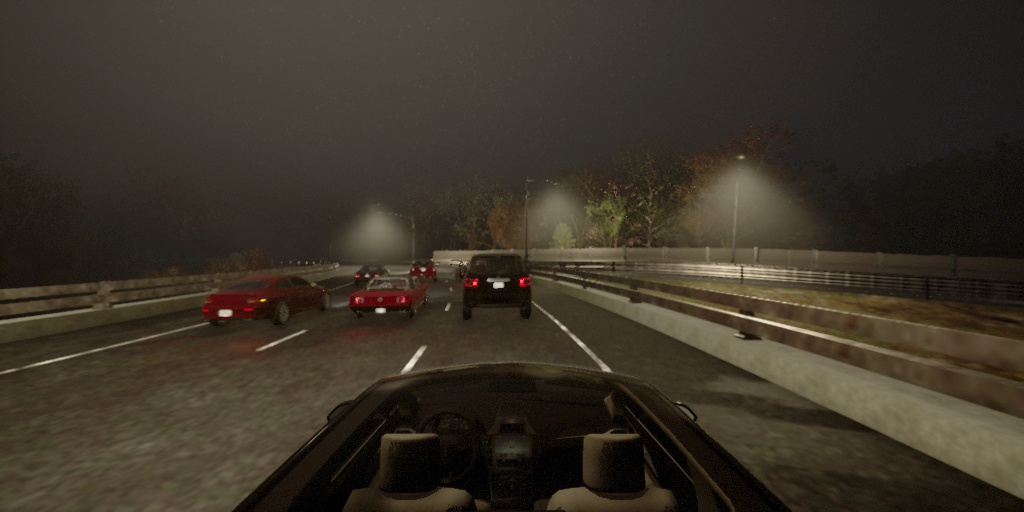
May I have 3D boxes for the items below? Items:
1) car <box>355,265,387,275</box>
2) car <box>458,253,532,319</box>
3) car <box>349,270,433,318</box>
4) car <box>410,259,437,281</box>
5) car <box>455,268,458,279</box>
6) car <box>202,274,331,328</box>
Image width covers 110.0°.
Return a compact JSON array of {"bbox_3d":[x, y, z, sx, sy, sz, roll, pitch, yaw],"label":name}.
[{"bbox_3d":[-9.902,1.316,25.599,2.033,1.411,5.357,0,0,-13],"label":"car"},{"bbox_3d":[-0.649,0.958,12.899,2.150,2.045,5.566,0,-1,-6],"label":"car"},{"bbox_3d":[-4.195,1.358,13.017,1.895,1.301,4.718,0,0,-6],"label":"car"},{"bbox_3d":[-7.315,1.104,29.596,2.097,1.767,4.553,0,0,-14],"label":"car"},{"bbox_3d":[-3.575,1.339,29.153,1.895,1.301,4.718,0,0,-14],"label":"car"},{"bbox_3d":[-7.558,1.298,11.525,1.812,1.442,4.674,0,0,-5],"label":"car"}]
